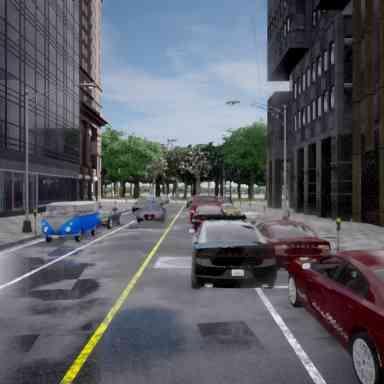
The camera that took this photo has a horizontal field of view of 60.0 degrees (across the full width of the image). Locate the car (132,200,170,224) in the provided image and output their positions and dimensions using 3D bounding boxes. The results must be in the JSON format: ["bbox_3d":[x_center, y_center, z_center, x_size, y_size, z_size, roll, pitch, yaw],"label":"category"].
[{"bbox_3d":[-2.907,1.565,24.810,1.994,1.385,4.181,0,0,0],"label":"car"}]

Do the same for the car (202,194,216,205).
[{"bbox_3d":[2.986,1.330,59.418,2.192,1.841,5.009,0,0,0],"label":"car"}]

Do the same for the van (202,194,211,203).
[{"bbox_3d":[3.028,1.363,70.293,1.690,1.788,3.998,0,0,0],"label":"van"}]

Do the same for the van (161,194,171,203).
[{"bbox_3d":[-5.497,1.363,70.325,1.690,1.788,3.998,0,0,0],"label":"van"}]

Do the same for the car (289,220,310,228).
[{"bbox_3d":[2.800,1.545,10.480,1.887,1.381,4.507,0,0,0],"label":"car"}]

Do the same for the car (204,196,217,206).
[{"bbox_3d":[2.966,1.452,53.980,1.967,1.590,4.097,0,0,0],"label":"car"}]

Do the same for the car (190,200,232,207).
[{"bbox_3d":[0.971,1.479,19.191,1.882,1.535,5.008,0,0,0],"label":"car"}]

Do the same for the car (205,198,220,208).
[{"bbox_3d":[2.945,1.554,48.543,1.887,1.381,4.507,0,0,0],"label":"car"}]

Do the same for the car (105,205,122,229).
[{"bbox_3d":[-5.684,1.552,21.388,2.008,1.369,4.403,0,0,0],"label":"car"}]

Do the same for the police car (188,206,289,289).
[{"bbox_3d":[0.933,1.426,9.301,1.930,1.638,5.238,0,0,0],"label":"police car"}]

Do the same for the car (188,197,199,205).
[{"bbox_3d":[0.229,1.580,60.382,1.994,1.385,4.181,0,0,0],"label":"car"}]

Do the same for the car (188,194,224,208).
[{"bbox_3d":[0.958,1.224,25.219,2.150,2.045,5.566,0,0,0],"label":"car"}]

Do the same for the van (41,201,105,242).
[{"bbox_3d":[-5.705,1.341,15.950,1.690,1.788,3.998,0,0,0],"label":"van"}]

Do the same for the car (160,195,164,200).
[{"bbox_3d":[-5.581,1.534,48.405,1.752,1.417,4.829,0,0,0],"label":"car"}]

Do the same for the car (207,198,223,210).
[{"bbox_3d":[2.925,1.532,43.275,1.752,1.417,4.829,0,0,0],"label":"car"}]

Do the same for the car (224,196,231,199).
[{"bbox_3d":[2.883,1.318,32.230,2.192,1.841,5.009,0,0,0],"label":"car"}]

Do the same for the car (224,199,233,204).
[{"bbox_3d":[2.863,1.527,26.962,1.752,1.417,4.829,0,0,0],"label":"car"}]

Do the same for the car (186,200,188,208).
[{"bbox_3d":[0.194,1.500,47.149,2.128,1.511,4.902,0,0,1],"label":"car"}]

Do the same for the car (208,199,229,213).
[{"bbox_3d":[2.904,1.556,37.667,2.008,1.369,4.403,0,0,0],"label":"car"}]

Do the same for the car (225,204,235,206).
[{"bbox_3d":[2.821,1.526,16.087,1.752,1.417,4.829,0,0,0],"label":"car"}]

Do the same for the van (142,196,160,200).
[{"bbox_3d":[-5.601,1.348,43.138,1.690,1.788,3.998,0,0,0],"label":"van"}]

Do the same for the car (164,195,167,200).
[{"bbox_3d":[-5.559,1.578,54.012,1.947,1.339,4.313,0,0,0],"label":"car"}]

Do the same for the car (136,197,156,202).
[{"bbox_3d":[-5.621,1.570,37.700,1.947,1.339,4.313,0,0,0],"label":"car"}]

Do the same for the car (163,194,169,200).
[{"bbox_3d":[-5.539,1.540,59.280,1.752,1.417,4.829,0,0,0],"label":"car"}]

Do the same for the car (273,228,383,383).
[{"bbox_3d":[2.779,1.545,5.042,1.887,1.381,4.507,0,0,0],"label":"car"}]
